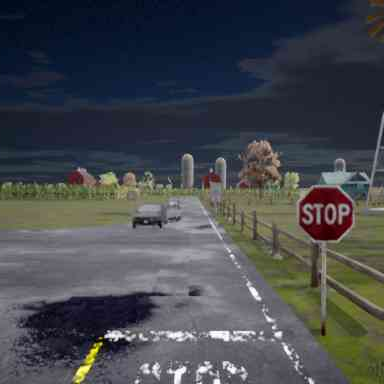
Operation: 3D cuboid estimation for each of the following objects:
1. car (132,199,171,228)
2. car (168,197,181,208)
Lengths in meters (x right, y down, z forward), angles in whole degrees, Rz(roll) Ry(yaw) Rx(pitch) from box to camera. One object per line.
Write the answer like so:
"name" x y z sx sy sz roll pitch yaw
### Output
"car" -2.710 1.477 22.092 1.882 1.535 5.008 0 0 0
"car" -2.666 1.480 46.764 2.128 1.511 4.902 0 0 0
